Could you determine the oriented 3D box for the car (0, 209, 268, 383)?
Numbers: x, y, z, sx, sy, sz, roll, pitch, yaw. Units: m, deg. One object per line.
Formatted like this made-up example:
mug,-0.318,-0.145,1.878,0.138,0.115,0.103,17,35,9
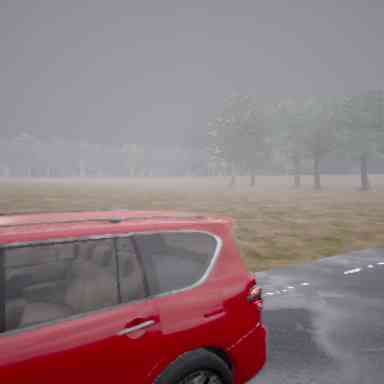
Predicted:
car,-1.830,1.223,2.664,5.566,2.045,2.150,0,0,-35
